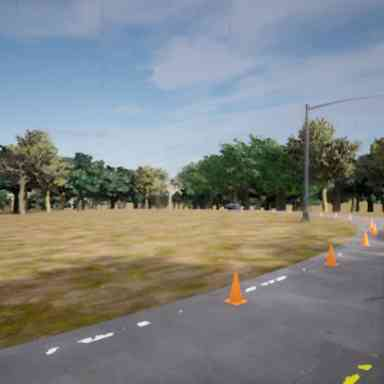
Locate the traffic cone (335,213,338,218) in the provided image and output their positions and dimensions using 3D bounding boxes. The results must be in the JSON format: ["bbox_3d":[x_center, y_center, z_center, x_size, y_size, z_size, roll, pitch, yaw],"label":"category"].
[{"bbox_3d":[15.384,2.428,35.538,0.340,0.580,0.340,1,-2,6],"label":"traffic cone"}]

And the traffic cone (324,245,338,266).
[{"bbox_3d":[4.198,1.890,10.022,0.340,0.580,0.340,0,0,42],"label":"traffic cone"}]

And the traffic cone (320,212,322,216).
[{"bbox_3d":[15.605,2.597,40.248,0.340,0.580,0.340,1,-2,0],"label":"traffic cone"}]

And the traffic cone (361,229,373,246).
[{"bbox_3d":[7.146,1.906,13.708,0.340,0.580,0.340,1,0,36],"label":"traffic cone"}]

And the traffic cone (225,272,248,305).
[{"bbox_3d":[0.882,1.905,6.662,0.340,0.580,0.340,-1,1,-42],"label":"traffic cone"}]

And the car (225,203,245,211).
[{"bbox_3d":[8.720,3.085,67.978,2.128,1.511,4.902,2,-3,-35],"label":"car"}]

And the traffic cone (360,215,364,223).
[{"bbox_3d":[13.476,2.137,26.312,0.340,0.580,0.340,1,-1,18],"label":"traffic cone"}]

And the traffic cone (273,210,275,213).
[{"bbox_3d":[13.332,3.046,54.156,0.340,0.580,0.340,2,-2,-18],"label":"traffic cone"}]

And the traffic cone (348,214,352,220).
[{"bbox_3d":[14.672,2.269,30.876,0.340,0.580,0.340,1,-2,12],"label":"traffic cone"}]

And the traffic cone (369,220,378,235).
[{"bbox_3d":[9.693,1.954,17.682,0.340,0.580,0.340,1,0,30],"label":"traffic cone"}]
